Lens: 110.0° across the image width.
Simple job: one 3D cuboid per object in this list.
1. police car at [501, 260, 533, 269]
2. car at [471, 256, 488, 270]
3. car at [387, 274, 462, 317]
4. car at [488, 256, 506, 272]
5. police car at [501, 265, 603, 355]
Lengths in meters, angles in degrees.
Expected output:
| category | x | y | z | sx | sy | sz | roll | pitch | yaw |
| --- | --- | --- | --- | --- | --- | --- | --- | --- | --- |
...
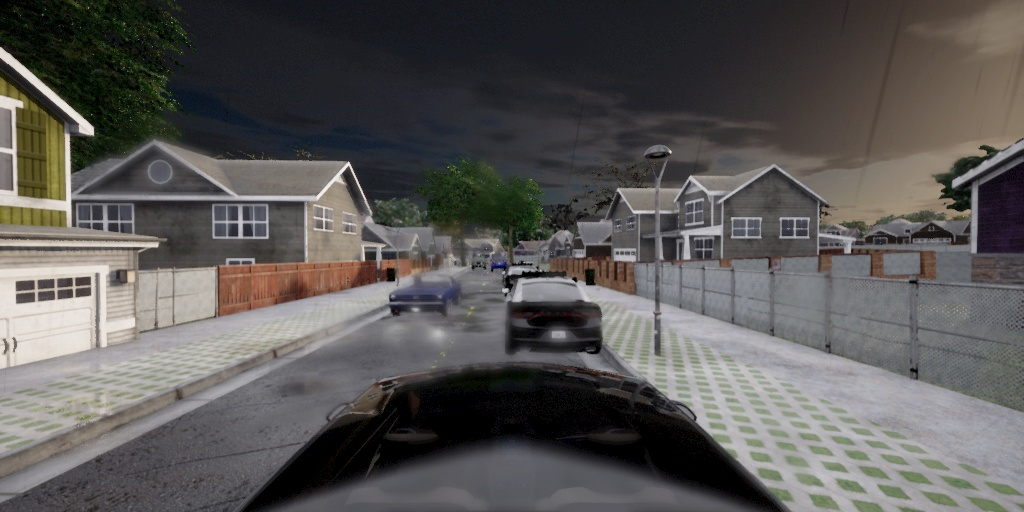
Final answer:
| category | x | y | z | sx | sy | sz | roll | pitch | yaw |
| --- | --- | --- | --- | --- | --- | --- | --- | --- | --- |
| police car | 0.523 | 1.183 | 18.899 | 1.930 | 1.638 | 5.238 | 0 | 0 | -2 |
| car | -5.048 | 1.064 | 54.955 | 2.150 | 2.045 | 5.566 | 0 | 0 | -3 |
| car | -3.012 | 1.354 | 13.257 | 1.895 | 1.301 | 4.718 | 0 | 0 | -1 |
| car | -1.706 | 1.045 | 47.463 | 2.150 | 2.045 | 5.566 | 0 | 0 | -3 |
| police car | 0.777 | 1.174 | 8.854 | 1.930 | 1.638 | 5.238 | 0 | 0 | -1 |
